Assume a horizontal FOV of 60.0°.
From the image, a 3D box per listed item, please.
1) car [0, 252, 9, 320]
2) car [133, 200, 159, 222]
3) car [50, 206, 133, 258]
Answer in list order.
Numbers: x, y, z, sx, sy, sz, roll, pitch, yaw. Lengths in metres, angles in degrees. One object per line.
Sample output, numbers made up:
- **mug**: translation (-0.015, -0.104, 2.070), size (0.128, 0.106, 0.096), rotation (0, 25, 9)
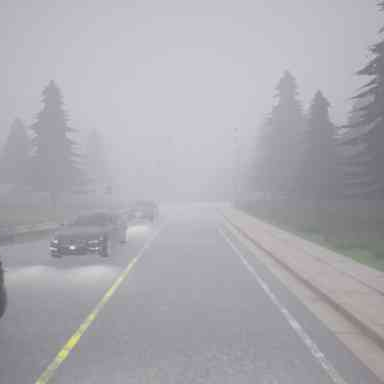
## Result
- **car**: translation (-3.595, 1.224, 2.357), size (2.150, 2.045, 5.566), rotation (0, 0, -1)
- **car**: translation (-3.650, 1.383, 25.518), size (2.128, 1.511, 4.902), rotation (0, 0, 1)
- **car**: translation (-3.685, 1.460, 12.652), size (1.837, 1.490, 4.892), rotation (0, 0, 0)
